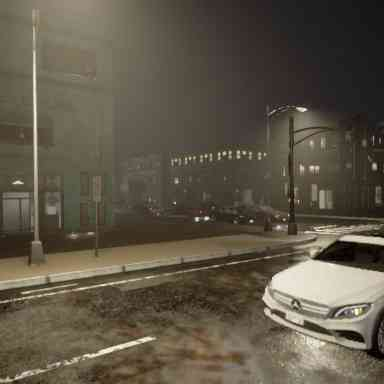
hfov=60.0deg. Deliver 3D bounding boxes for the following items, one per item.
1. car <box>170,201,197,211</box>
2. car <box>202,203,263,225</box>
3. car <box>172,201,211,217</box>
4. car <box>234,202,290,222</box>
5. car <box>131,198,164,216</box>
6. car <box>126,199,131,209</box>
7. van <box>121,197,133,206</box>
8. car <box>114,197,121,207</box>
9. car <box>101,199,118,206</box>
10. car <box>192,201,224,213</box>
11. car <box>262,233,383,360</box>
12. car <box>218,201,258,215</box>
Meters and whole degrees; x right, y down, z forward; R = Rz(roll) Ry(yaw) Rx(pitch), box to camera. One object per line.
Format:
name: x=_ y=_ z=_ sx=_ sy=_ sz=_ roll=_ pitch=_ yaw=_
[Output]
car: x=-1.218 y=1.965 z=47.059 sx=1.802 sy=1.307 sz=4.206 roll=-2 pitch=0 yaw=-35
car: x=3.117 y=1.814 z=26.314 sx=1.947 sy=1.339 sz=4.313 roll=-2 pitch=0 yaw=-35
car: x=-0.289 y=1.896 z=35.767 sx=1.994 sy=1.385 sz=4.181 roll=-1 pitch=0 yaw=-37
car: x=5.523 y=1.764 z=27.626 sx=2.033 sy=1.411 sz=5.357 roll=-1 pitch=0 yaw=-36
car: x=-4.836 y=1.846 z=37.687 sx=1.967 sy=1.590 sz=4.097 roll=-1 pitch=0 yaw=-35
car: x=-6.388 y=1.998 z=44.367 sx=2.033 sy=1.411 sz=5.357 roll=-1 pitch=0 yaw=-35
van: x=-10.856 y=1.906 z=60.585 sx=1.690 sy=1.788 sz=3.998 roll=-1 pitch=0 yaw=-35
car: x=-14.067 y=1.939 z=65.094 sx=2.192 sy=1.841 sz=5.009 roll=-1 pitch=0 yaw=-35
car: x=-17.272 y=2.227 z=69.603 sx=1.887 sy=1.381 sz=4.507 roll=-1 pitch=0 yaw=-35
car: x=1.992 y=1.903 z=42.551 sx=1.802 sy=1.307 sz=4.206 roll=-2 pitch=0 yaw=-35
car: x=3.352 y=1.524 z=6.079 sx=4.674 sy=1.442 sz=1.812 roll=0 pitch=0 yaw=-36
car: x=5.202 y=1.809 z=38.041 sx=2.008 sy=1.369 sz=4.403 roll=-2 pitch=0 yaw=-35
